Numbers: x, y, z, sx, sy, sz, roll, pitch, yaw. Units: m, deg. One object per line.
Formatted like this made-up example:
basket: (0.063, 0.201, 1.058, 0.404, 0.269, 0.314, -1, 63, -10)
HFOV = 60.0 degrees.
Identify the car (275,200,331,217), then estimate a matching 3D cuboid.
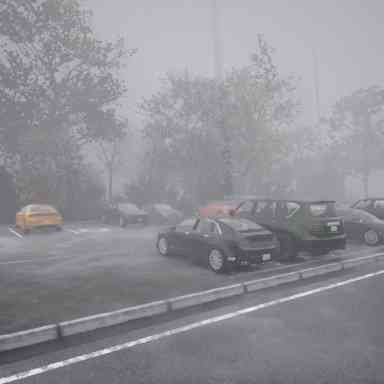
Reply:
car: (11.266, 1.629, 34.294, 1.946, 1.575, 5.366, 1, 0, -36)

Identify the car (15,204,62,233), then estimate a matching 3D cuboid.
car: (-9.249, 1.465, 19.899, 2.097, 1.535, 5.008, 0, 0, -35)

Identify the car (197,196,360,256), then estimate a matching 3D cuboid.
car: (2.848, 1.232, 12.495, 2.435, 2.045, 5.566, 0, 0, -35)

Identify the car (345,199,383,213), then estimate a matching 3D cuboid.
car: (22.493, 1.765, 42.535, 2.097, 1.535, 5.008, 1, 0, -36)

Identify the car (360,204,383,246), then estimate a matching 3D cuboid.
car: (7.426, 1.514, 15.726, 2.231, 1.521, 4.892, 1, 0, -35)

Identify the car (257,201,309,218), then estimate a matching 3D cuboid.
car: (8.892, 1.647, 32.825, 2.002, 1.452, 4.674, 1, 0, -36)

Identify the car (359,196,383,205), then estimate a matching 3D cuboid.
car: (9.699, 1.283, 17.373, 2.435, 2.045, 5.566, 1, 0, -35)

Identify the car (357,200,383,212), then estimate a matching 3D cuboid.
car: (24.656, 1.833, 44.084, 2.002, 1.452, 4.674, 1, 0, -36)

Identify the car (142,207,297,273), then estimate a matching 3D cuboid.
car: (0.585, 1.474, 10.843, 2.231, 1.521, 4.892, 0, 0, -35)

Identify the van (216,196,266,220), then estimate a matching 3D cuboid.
van: (4.289, 1.331, 29.687, 1.878, 1.987, 4.442, 1, 0, -35)

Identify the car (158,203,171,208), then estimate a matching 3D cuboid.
car: (-2.446, 1.537, 24.749, 2.002, 1.452, 4.674, 0, 0, -35)

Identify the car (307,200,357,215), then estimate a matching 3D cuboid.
car: (15.708, 1.713, 37.659, 2.163, 1.488, 4.792, 1, 0, -36)

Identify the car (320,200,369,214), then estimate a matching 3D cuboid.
car: (17.941, 1.738, 39.325, 2.163, 1.488, 4.792, 1, 0, -36)

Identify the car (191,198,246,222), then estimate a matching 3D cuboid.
car: (2.110, 1.409, 27.953, 2.185, 1.767, 4.553, 1, 0, -35)

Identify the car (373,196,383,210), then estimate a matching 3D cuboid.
car: (29.205, 1.609, 47.302, 2.435, 2.045, 5.566, 1, -1, -36)

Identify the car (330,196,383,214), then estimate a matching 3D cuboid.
car: (20.240, 1.484, 40.898, 2.435, 2.045, 5.566, 1, 0, -36)

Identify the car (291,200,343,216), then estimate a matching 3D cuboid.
car: (13.429, 1.658, 36.060, 2.097, 1.535, 5.008, 1, 0, -36)

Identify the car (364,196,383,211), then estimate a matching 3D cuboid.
car: (27.039, 1.576, 45.754, 2.435, 2.045, 5.566, 1, -1, -36)

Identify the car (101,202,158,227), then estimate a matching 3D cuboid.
car: (-4.718, 1.482, 23.136, 2.097, 1.535, 5.008, 0, 0, -35)
